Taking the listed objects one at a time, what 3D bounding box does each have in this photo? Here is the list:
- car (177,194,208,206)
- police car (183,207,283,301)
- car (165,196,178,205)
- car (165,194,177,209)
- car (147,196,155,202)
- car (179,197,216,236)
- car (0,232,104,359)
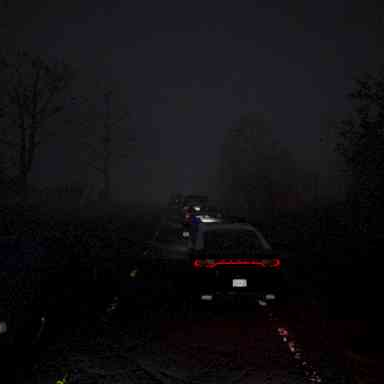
[{"bbox_3d":[0.206,1.221,24.522,2.150,2.045,5.566,0,0,-3],"label":"car"},{"bbox_3d":[0.799,1.424,8.535,1.930,1.638,5.238,0,0,-1],"label":"police car"},{"bbox_3d":[-3.696,1.507,59.193,1.837,1.490,4.892,0,0,-8],"label":"car"},{"bbox_3d":[-2.186,1.220,45.305,2.150,2.045,5.566,0,0,-5],"label":"car"},{"bbox_3d":[-9.818,1.560,79.583,2.033,1.411,5.357,0,0,-9],"label":"car"},{"bbox_3d":[0.492,1.349,18.440,2.097,1.767,4.553,0,0,-2],"label":"car"},{"bbox_3d":[-3.183,1.547,6.511,2.033,1.411,5.357,0,0,-1],"label":"car"}]
